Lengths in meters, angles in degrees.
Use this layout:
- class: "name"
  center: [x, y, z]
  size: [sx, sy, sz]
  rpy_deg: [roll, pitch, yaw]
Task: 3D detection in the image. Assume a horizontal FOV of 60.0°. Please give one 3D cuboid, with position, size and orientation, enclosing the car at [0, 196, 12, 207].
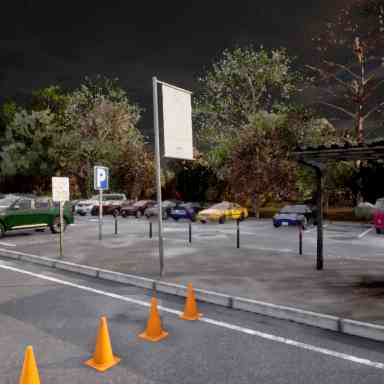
- class: "car"
  center: [-29.185, 1.332, 47.823]
  size: [1.946, 1.575, 5.366]
  rpy_deg: [1, 0, 35]

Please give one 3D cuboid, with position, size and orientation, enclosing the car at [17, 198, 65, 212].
- class: "car"
  center: [-17.952, 1.469, 39.657]
  size: [2.163, 1.488, 4.792]
  rpy_deg: [0, 0, 35]

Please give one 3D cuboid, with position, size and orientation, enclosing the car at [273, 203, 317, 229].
- class: "car"
  center: [7.018, 1.513, 22.088]
  size: [2.163, 1.488, 4.792]
  rpy_deg: [0, 0, 35]

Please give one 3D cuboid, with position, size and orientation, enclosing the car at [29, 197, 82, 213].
- class: "car"
  center: [-15.562, 1.444, 38.237]
  size: [1.946, 1.575, 5.366]
  rpy_deg: [0, 0, 35]

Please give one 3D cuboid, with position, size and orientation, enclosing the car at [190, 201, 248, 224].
- class: "car"
  center: [2.387, 1.475, 25.155]
  size: [1.946, 1.575, 5.366]
  rpy_deg: [0, 0, 35]

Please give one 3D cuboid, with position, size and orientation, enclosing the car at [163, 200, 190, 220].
- class: "car"
  center: [0.241, 1.504, 26.927]
  size: [2.163, 1.488, 4.792]
  rpy_deg: [0, 0, 35]

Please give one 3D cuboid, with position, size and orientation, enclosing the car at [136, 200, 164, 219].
- class: "car"
  center: [-2.042, 1.473, 28.506]
  size: [2.231, 1.521, 4.892]
  rpy_deg: [0, 0, 35]

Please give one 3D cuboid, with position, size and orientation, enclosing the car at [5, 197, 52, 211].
- class: "car"
  center: [-20.195, 1.452, 41.306]
  size: [2.163, 1.488, 4.792]
  rpy_deg: [0, 0, 35]

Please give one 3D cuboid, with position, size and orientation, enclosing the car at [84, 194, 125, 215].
- class: "car"
  center: [-8.873, 1.212, 33.269]
  size: [2.435, 2.045, 5.566]
  rpy_deg: [0, 0, 35]

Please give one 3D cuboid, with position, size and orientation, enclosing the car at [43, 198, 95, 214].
- class: "car"
  center: [-13.400, 1.455, 36.483]
  size: [2.097, 1.535, 5.008]
  rpy_deg: [0, 0, 35]

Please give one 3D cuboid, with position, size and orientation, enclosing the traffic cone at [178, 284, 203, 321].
- class: "traffic cone"
  center: [-0.021, 1.957, 6.023]
  size: [0.340, 0.580, 0.340]
  rpy_deg: [0, 0, 36]

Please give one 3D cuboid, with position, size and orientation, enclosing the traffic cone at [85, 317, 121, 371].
- class: "traffic cone"
  center: [-1.172, 1.957, 4.391]
  size: [0.340, 0.580, 0.340]
  rpy_deg: [0, 0, 35]

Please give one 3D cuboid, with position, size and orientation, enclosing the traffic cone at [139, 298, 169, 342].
- class: "traffic cone"
  center: [-0.596, 1.957, 5.207]
  size: [0.340, 0.580, 0.340]
  rpy_deg: [0, 0, 35]

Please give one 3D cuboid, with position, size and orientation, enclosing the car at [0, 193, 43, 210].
- class: "car"
  center: [-22.496, 1.153, 42.855]
  size: [2.435, 2.045, 5.566]
  rpy_deg: [0, 0, 35]

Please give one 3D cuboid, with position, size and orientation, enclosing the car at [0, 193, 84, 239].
- class: "car"
  center: [-8.877, 1.221, 17.280]
  size: [2.435, 2.045, 5.566]
  rpy_deg: [0, 0, 35]

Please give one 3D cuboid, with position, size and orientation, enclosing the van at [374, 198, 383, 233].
- class: "van"
  center: [11.641, 1.264, 19.013]
  size: [1.878, 1.987, 4.442]
  rpy_deg: [0, 0, 35]

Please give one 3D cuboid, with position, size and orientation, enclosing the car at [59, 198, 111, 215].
- class: "car"
  center: [-11.129, 1.461, 34.884]
  size: [2.231, 1.521, 4.892]
  rpy_deg: [0, 0, 35]

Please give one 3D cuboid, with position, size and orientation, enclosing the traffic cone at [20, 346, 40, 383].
- class: "traffic cone"
  center: [-1.747, 1.957, 3.575]
  size: [0.340, 0.580, 0.340]
  rpy_deg: [0, 0, 35]

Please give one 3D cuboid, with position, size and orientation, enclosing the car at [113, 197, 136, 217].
- class: "car"
  center: [-4.313, 1.469, 30.102]
  size: [2.097, 1.535, 5.008]
  rpy_deg: [0, 0, 35]

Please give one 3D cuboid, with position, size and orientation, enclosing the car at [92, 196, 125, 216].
- class: "car"
  center: [-6.583, 1.466, 31.699]
  size: [2.097, 1.535, 5.008]
  rpy_deg: [0, 0, 35]
